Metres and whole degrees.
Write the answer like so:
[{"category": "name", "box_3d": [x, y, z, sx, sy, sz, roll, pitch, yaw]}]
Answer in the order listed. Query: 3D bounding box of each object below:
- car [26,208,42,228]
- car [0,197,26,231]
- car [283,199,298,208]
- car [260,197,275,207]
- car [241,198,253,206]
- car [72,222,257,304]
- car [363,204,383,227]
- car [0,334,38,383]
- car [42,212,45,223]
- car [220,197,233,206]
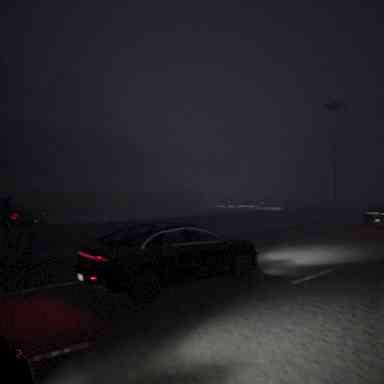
[{"category": "car", "box_3d": [-11.047, 1.518, 17.827, 4.902, 1.511, 2.128, 0, 0, -38]}, {"category": "car", "box_3d": [-10.335, 1.242, 13.927, 5.566, 2.045, 2.150, 0, 0, -37]}, {"category": "car", "box_3d": [14.193, 1.636, 47.858, 1.994, 1.385, 4.181, 0, 0, 18]}, {"category": "car", "box_3d": [11.875, 1.583, 52.201, 1.837, 1.490, 4.892, 0, 0, 15]}, {"category": "car", "box_3d": [9.617, 1.651, 57.854, 1.994, 1.385, 4.181, 0, 0, 11]}, {"category": "car", "box_3d": [-0.396, 1.504, 8.269, 4.902, 1.511, 2.128, 0, 0, -39]}, {"category": "car", "box_3d": [12.716, 1.525, 22.131, 2.128, 1.511, 4.902, 0, 0, 37]}, {"category": "car", "box_3d": [-3.417, 1.494, 1.589, 4.902, 1.511, 2.128, 0, 0, -35]}, {"category": "car", "box_3d": [-11.880, 1.597, 21.650, 4.181, 1.385, 1.994, 0, 0, -40]}, {"category": "car", "box_3d": [6.037, 1.591, 57.615, 1.837, 1.490, 4.892, 0, 0, 12]}]
